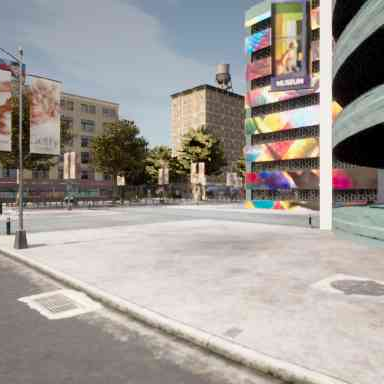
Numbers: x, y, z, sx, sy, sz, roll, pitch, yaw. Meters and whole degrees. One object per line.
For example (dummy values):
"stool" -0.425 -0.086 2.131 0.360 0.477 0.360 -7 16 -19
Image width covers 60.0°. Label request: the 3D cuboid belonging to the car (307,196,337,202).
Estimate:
"car" 14.988 1.320 39.729 4.674 1.452 2.002 0 0 -44
